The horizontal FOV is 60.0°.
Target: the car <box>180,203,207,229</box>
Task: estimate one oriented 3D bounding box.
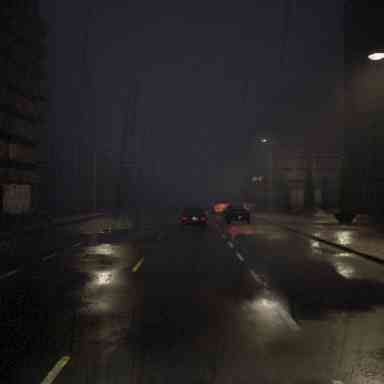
[{"bbox_3d":[0.129,1.793,23.966,2.033,1.411,5.357,0,-1,0],"label":"car"}]

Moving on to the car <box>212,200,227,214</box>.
[{"bbox_3d":[3.637,1.780,41.740,2.097,1.767,4.553,0,-1,0],"label":"car"}]

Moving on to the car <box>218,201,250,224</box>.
[{"bbox_3d":[3.633,1.774,27.707,2.128,1.511,4.902,0,-1,0],"label":"car"}]
